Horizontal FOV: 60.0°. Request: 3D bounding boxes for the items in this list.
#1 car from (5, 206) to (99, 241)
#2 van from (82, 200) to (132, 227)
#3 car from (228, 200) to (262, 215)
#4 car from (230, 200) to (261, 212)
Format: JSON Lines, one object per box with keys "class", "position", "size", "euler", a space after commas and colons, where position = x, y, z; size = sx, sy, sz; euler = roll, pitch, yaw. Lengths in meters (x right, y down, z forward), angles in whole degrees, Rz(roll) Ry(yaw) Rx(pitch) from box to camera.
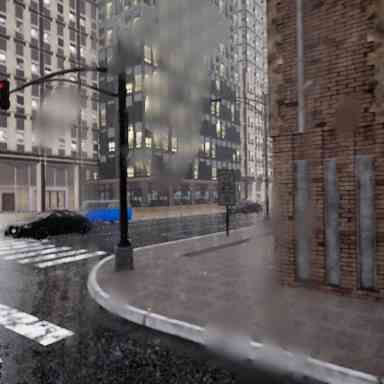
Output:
{"class": "car", "position": [-7.217, 1.628, 17.112], "size": [1.994, 1.385, 4.181], "euler": [-1, -1, 32]}
{"class": "van", "position": [-6.073, 1.474, 23.514], "size": [1.690, 1.788, 3.998], "euler": [-2, -1, 36]}
{"class": "car", "position": [5.620, 1.659, 35.394], "size": [2.033, 1.411, 5.357], "euler": [-1, -1, 36]}
{"class": "car", "position": [6.749, 1.702, 41.432], "size": [1.752, 1.417, 4.829], "euler": [-2, -1, 36]}
